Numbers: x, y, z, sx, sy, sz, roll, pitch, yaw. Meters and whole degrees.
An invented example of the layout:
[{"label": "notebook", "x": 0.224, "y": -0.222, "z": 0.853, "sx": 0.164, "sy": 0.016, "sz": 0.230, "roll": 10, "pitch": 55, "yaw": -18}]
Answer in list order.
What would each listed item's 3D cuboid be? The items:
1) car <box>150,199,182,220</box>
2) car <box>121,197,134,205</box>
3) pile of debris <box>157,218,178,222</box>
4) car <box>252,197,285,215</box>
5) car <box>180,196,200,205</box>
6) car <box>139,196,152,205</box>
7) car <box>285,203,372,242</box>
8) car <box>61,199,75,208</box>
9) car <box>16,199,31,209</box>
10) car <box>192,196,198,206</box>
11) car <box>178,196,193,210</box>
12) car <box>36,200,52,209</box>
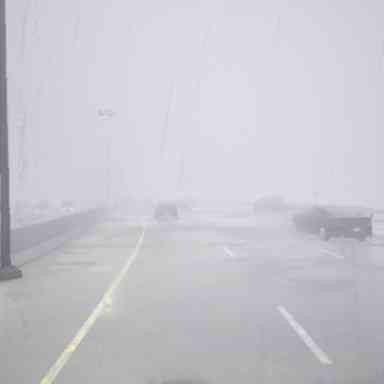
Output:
[{"label": "car", "x": -2.361, "y": 1.538, "z": 29.012, "sx": 1.837, "sy": 1.490, "sz": 4.892, "roll": 0, "pitch": 0, "yaw": -10}, {"label": "car", "x": -12.519, "y": 1.666, "z": 64.103, "sx": 2.128, "sy": 1.511, "sz": 4.902, "roll": -1, "pitch": 0, "yaw": -23}, {"label": "pile of debris", "x": -1.972, "y": 2.204, "z": 26.412, "sx": 1.500, "sy": 0.140, "sz": 1.860, "roll": -1, "pitch": 0, "yaw": -9}, {"label": "car", "x": 7.603, "y": 1.248, "z": 33.172, "sx": 2.097, "sy": 1.767, "sz": 4.553, "roll": -1, "pitch": 0, "yaw": -11}, {"label": "car", "x": -0.501, "y": 1.500, "z": 62.506, "sx": 2.128, "sy": 1.511, "sz": 4.902, "roll": -1, "pitch": 0, "yaw": -21}, {"label": "car", "x": -8.897, "y": 1.602, "z": 64.528, "sx": 1.882, "sy": 1.535, "sz": 5.008, "roll": 0, "pitch": 0, "yaw": -22}, {"label": "car", "x": 6.498, "y": 1.389, "z": 16.091, "sx": 1.882, "sy": 1.535, "sz": 5.008, "roll": 0, "pitch": 0, "yaw": -6}, {"label": "car", "x": -19.309, "y": 1.830, "z": 52.000, "sx": 1.994, "sy": 1.385, "sz": 4.181, "roll": -1, "pitch": 0, "yaw": -18}, {"label": "car", "x": -27.649, "y": 1.921, "z": 54.599, "sx": 1.812, "sy": 1.442, "sz": 4.674, "roll": -1, "pitch": 0, "yaw": -21}, {"label": "car", "x": -0.838, "y": 1.365, "z": 52.573, "sx": 2.097, "sy": 1.767, "sz": 4.553, "roll": -1, "pitch": 0, "yaw": -18}, {"label": "car", "x": -1.644, "y": 1.550, "z": 42.363, "sx": 1.812, "sy": 1.442, "sz": 4.674, "roll": -1, "pitch": 0, "yaw": -15}, {"label": "car", "x": -22.605, "y": 1.861, "z": 50.935, "sx": 2.033, "sy": 1.411, "sz": 5.357, "roll": -1, "pitch": 0, "yaw": -18}]
